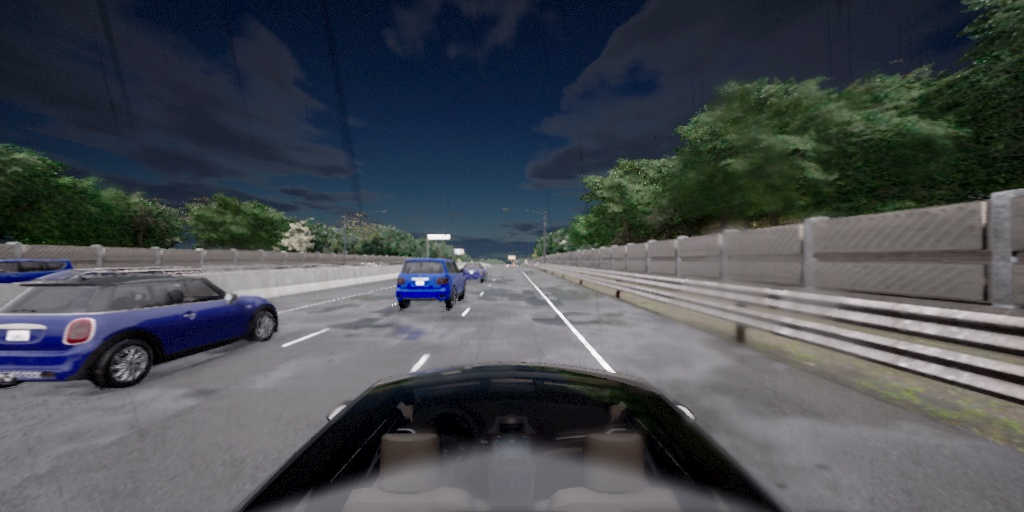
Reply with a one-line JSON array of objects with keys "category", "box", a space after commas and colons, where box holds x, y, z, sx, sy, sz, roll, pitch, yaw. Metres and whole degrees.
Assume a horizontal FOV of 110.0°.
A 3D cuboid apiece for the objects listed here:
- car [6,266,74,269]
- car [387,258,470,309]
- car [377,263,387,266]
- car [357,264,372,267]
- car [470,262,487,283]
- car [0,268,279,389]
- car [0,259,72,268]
[{"category": "car", "box": [-21.102, 1.413, 17.412, 2.128, 1.511, 4.902, 0, -1, 0]}, {"category": "car", "box": [-3.401, 1.127, 15.942, 2.150, 2.045, 5.566, 0, -1, 0]}, {"category": "car", "box": [-21.037, 1.875, 59.637, 1.837, 1.490, 4.892, 0, -1, 1]}, {"category": "car", "box": [-24.528, 1.972, 59.542, 1.895, 1.301, 4.718, 0, -1, 1]}, {"category": "car", "box": [-3.404, 1.432, 32.346, 2.097, 1.767, 4.553, 0, -1, 0]}, {"category": "car", "box": [-6.907, 1.160, 7.144, 2.097, 1.767, 4.553, 0, -1, 0]}, {"category": "car", "box": [-24.603, 1.141, 17.143, 2.150, 2.045, 5.566, 0, -1, 0]}]
